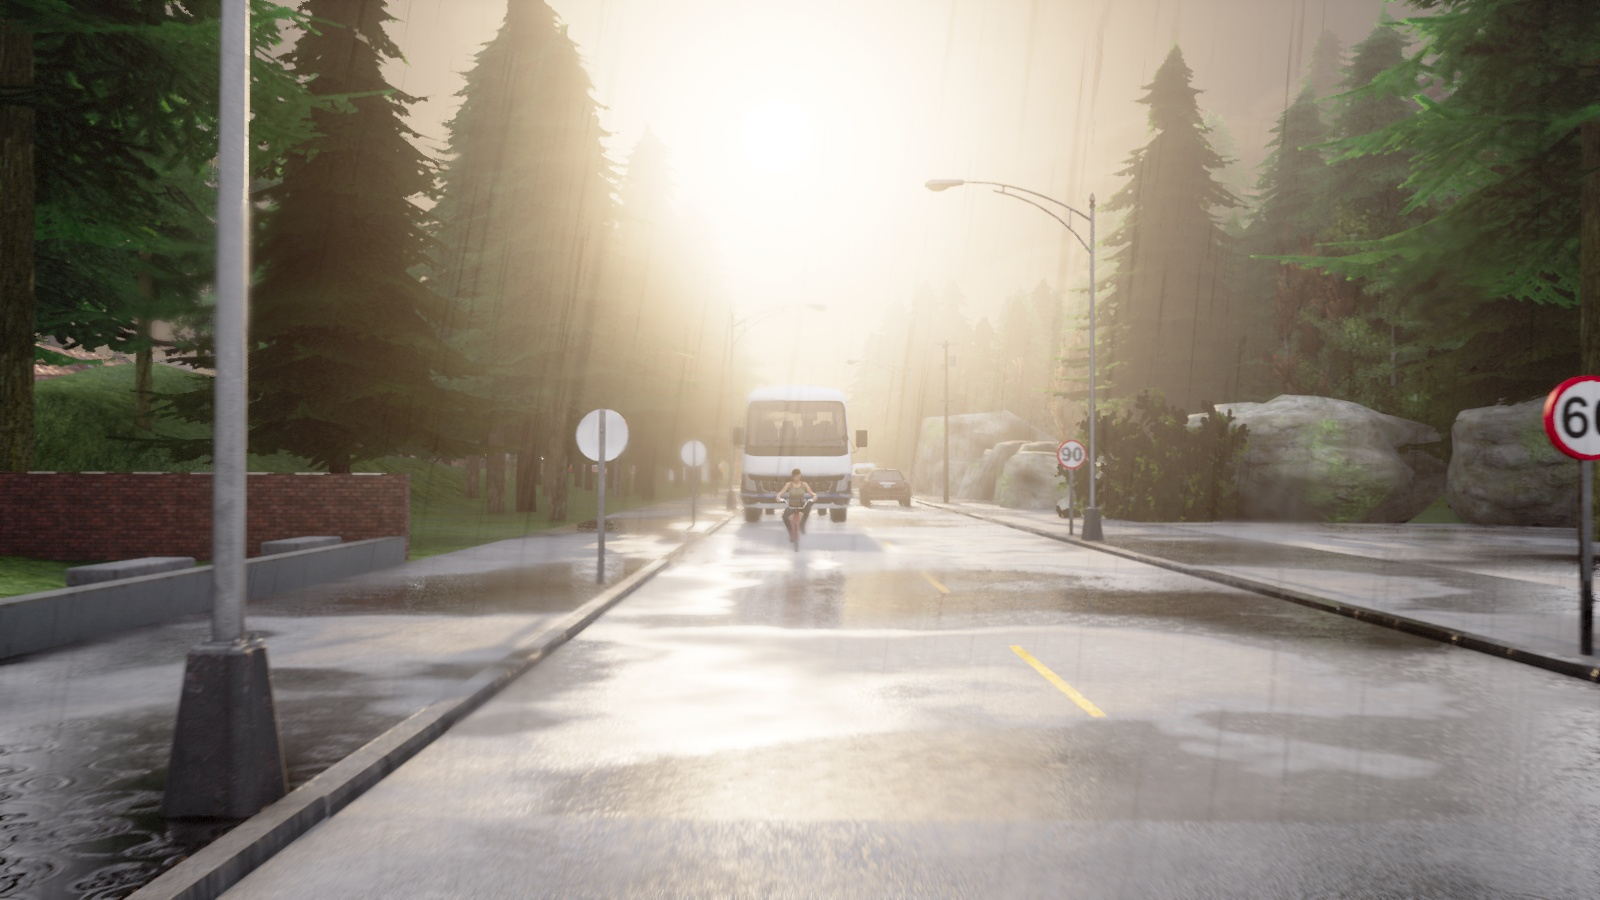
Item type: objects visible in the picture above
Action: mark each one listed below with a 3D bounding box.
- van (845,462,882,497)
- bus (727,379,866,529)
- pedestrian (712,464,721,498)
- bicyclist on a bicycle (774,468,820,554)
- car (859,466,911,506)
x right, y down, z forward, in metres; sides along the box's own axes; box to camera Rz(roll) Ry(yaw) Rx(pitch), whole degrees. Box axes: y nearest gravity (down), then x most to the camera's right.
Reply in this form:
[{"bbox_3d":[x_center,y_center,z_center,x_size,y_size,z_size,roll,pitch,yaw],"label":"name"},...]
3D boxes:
[{"bbox_3d":[3.859,1.808,76.879,2.069,2.038,4.480,0,-1,0],"label":"van"},{"bbox_3d":[-0.105,0.123,40.898,3.944,4.253,10.273,0,0,0],"label":"bus"},{"bbox_3d":[-4.618,1.707,69.572,0.431,1.840,0.703,0,-1,-11],"label":"pedestrian"},{"bbox_3d":[-0.057,1.162,24.498,0.866,1.612,1.509,0,-1,0],"label":"bicyclist on a bicycle"},{"bbox_3d":[3.880,1.630,58.055,2.097,1.767,4.553,0,-1,0],"label":"car"}]
